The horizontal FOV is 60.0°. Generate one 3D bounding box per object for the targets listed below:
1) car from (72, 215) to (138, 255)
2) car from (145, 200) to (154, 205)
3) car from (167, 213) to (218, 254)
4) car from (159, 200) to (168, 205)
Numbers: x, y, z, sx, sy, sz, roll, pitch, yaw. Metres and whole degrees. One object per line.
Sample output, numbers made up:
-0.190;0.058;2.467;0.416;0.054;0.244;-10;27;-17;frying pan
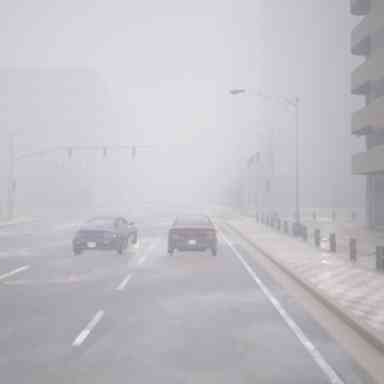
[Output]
-3.473;1.682;13.864;1.812;1.442;4.674;0;0;0;car
-10.490;2.509;81.763;1.895;1.301;4.718;0;-1;0;car
0.030;1.637;14.206;1.882;1.535;5.008;0;0;0;car
-6.990;2.509;81.762;1.895;1.301;4.718;0;-1;0;car
